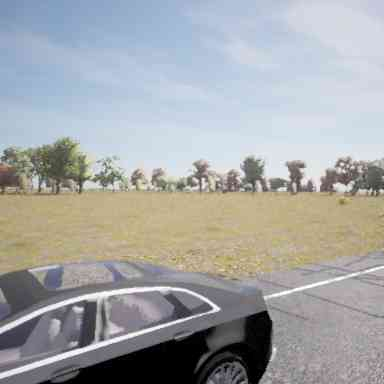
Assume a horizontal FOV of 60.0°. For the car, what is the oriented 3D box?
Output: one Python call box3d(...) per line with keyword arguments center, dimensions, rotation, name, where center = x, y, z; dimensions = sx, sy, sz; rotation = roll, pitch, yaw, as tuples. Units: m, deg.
box3d(center=(-1.345, 1.495, 3.034), dimensions=(4.902, 1.511, 2.128), rotation=(0, 0, -35), name="car")
